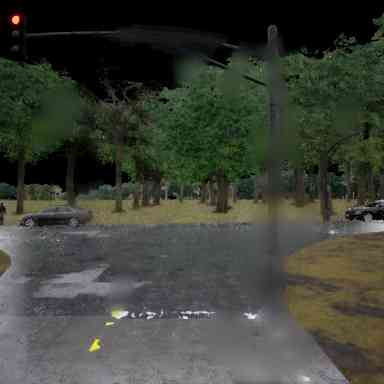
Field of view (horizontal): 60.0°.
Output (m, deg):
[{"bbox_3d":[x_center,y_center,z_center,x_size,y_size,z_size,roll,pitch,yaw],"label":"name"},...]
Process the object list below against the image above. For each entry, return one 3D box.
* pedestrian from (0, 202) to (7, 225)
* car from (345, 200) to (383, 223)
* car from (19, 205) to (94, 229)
[{"bbox_3d":[-15.238,1.718,26.772,0.375,1.860,0.375,0,-1,0],"label":"pedestrian"},{"bbox_3d":[13.169,1.299,22.938,5.008,1.535,1.882,-1,-2,-2],"label":"car"},{"bbox_3d":[-9.256,1.712,22.894,4.892,1.490,1.837,-1,-2,0],"label":"car"}]
